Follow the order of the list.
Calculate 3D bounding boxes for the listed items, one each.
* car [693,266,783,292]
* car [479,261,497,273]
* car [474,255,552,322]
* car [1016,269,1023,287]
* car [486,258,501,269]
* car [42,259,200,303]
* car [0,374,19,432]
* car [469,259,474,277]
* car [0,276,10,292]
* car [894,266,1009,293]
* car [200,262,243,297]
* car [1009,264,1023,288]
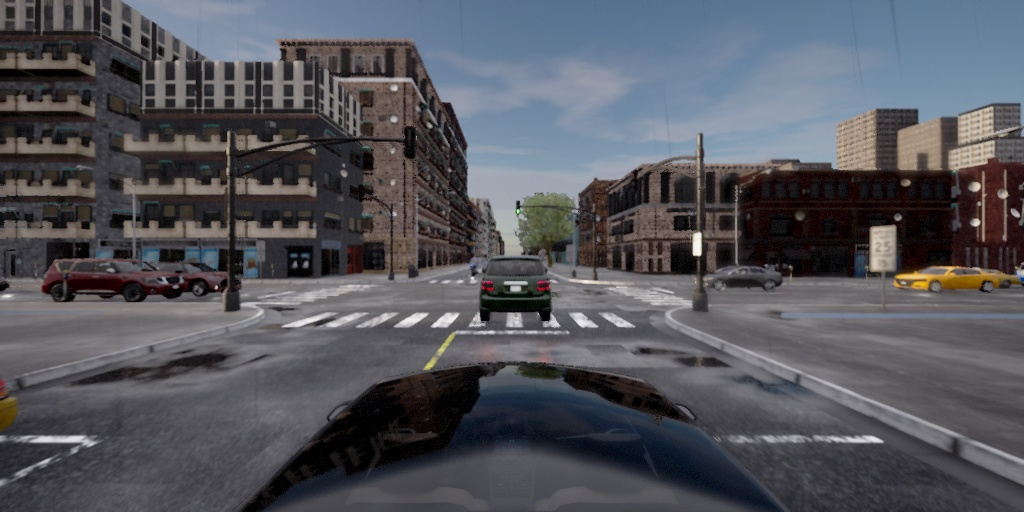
[{"bbox_3d":[13.625,1.339,21.742,4.902,1.511,2.128,0,0,0],"label":"car"},{"bbox_3d":[-3.074,1.405,47.659,2.033,1.411,5.357,0,0,0],"label":"car"},{"bbox_3d":[0.102,0.989,12.539,2.150,2.045,5.566,0,0,0],"label":"car"},{"bbox_3d":[26.148,1.442,15.979,4.507,1.381,1.888,0,0,0],"label":"car"},{"bbox_3d":[-3.050,1.248,59.662,2.097,1.767,4.553,0,0,0],"label":"car"},{"bbox_3d":[-17.276,1.032,15.725,5.009,1.841,2.192,0,0,0],"label":"car"},{"bbox_3d":[-5.691,1.275,1.324,1.751,1.417,4.829,0,0,0],"label":"car"},{"bbox_3d":[-3.087,1.317,37.200,2.128,1.511,4.902,0,0,0],"label":"car"},{"bbox_3d":[-28.657,1.249,18.237,4.181,1.385,1.994,0,0,0],"label":"car"},{"bbox_3d":[26.301,1.383,21.821,5.008,1.535,1.882,0,0,-1],"label":"car"},{"bbox_3d":[-16.473,1.075,18.289,4.553,1.767,2.097,0,0,1],"label":"car"},{"bbox_3d":[31.442,1.460,24.449,4.829,1.417,1.751,0,0,0],"label":"car"}]
